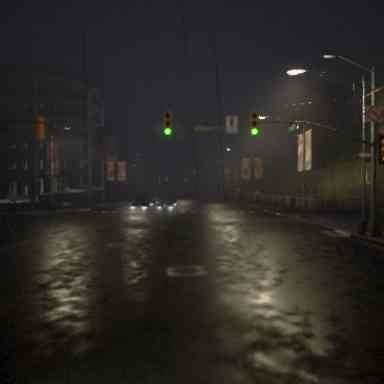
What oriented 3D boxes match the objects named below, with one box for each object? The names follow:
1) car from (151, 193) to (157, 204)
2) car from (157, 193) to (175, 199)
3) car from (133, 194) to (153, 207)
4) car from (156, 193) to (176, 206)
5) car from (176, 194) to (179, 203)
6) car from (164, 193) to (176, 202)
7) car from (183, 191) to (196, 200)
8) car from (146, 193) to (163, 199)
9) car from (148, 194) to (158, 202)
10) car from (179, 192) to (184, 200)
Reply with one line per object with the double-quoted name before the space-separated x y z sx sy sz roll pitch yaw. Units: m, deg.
"car" -7.112 1.222 56.331 2.033 1.411 5.357 0 0 0
"car" -6.909 0.974 87.805 2.033 1.411 5.357 0 0 -43
"car" -7.110 1.255 46.828 1.812 1.442 4.674 0 0 0
"car" -3.612 1.232 47.257 1.837 1.490 4.892 0 0 0
"car" -3.618 1.178 56.673 1.837 1.490 4.892 0 0 0
"car" -4.401 1.091 67.069 1.882 1.535 5.008 0 0 -10
"car" -1.204 0.770 79.005 2.150 2.045 5.566 0 0 -29
"car" -9.635 0.956 85.611 1.837 1.490 4.892 0 0 -43
"car" -7.817 1.121 66.361 1.837 1.490 4.892 0 0 -10
"car" -4.239 1.107 77.276 1.994 1.385 4.181 0 0 -29
